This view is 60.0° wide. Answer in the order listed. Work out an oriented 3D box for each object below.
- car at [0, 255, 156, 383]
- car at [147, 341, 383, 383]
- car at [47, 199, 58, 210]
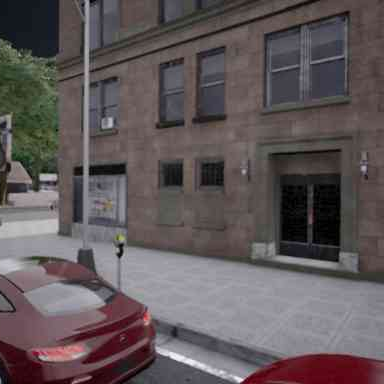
[{"bbox_3d":[-2.349,1.538,4.476,4.206,1.307,1.802,1,0,35],"label":"car"},{"bbox_3d":[2.148,1.556,1.278,4.507,1.381,1.887,1,0,35],"label":"car"},{"bbox_3d":[-12.319,1.065,33.993,2.128,1.511,4.902,1,1,35],"label":"car"}]
